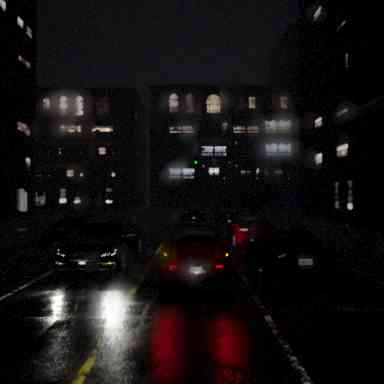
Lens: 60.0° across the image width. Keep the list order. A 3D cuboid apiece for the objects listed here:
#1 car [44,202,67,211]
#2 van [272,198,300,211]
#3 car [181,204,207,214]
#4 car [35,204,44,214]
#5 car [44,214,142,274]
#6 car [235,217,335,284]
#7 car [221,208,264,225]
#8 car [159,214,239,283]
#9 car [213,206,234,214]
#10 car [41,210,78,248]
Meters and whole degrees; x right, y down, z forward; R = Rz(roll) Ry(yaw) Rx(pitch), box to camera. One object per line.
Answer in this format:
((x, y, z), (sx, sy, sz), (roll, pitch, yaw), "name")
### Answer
((-19.605, 2.103, 45.901), (4.403, 1.369, 2.008), (0, -1, 0), "car")
((13.178, 1.684, 45.880), (3.998, 1.788, 1.690), (0, -1, 0), "van")
((0.147, 1.716, 26.747), (2.128, 1.511, 4.902), (0, -1, 0), "car")
((-19.580, 1.833, 37.765), (4.097, 1.590, 1.967), (0, -1, 0), "car")
((-2.827, 1.594, 10.999), (1.837, 1.490, 4.892), (0, 0, 0), "car")
((2.592, 1.644, 9.635), (1.947, 1.339, 4.313), (1, 0, 0), "car")
((2.604, 1.669, 15.200), (1.887, 1.381, 4.507), (1, 0, 0), "car")
((0.106, 1.604, 9.782), (1.812, 1.442, 4.674), (0, 0, 0), "car")
((2.627, 1.787, 26.327), (1.947, 1.339, 4.313), (1, -1, 0), "car")
((-5.244, 1.690, 15.192), (1.947, 1.339, 4.313), (1, 0, 0), "car")
